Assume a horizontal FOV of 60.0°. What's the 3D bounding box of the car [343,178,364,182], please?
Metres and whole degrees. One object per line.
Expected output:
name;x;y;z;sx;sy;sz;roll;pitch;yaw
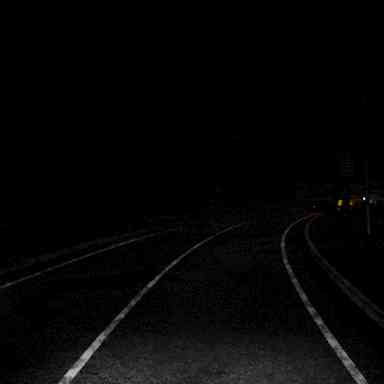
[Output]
car;39.367;-2.746;83.156;4.892;1.521;2.231;0;-5;-1

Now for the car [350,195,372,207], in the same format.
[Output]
car;20.290;1.106;41.793;5.366;1.575;1.801;-1;-3;-42

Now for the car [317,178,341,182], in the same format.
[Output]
car;33.847;-2.722;83.097;4.892;1.521;2.231;0;-5;-1

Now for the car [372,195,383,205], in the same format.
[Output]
car;24.610;1.105;45.263;4.674;1.442;1.812;-1;-3;-36

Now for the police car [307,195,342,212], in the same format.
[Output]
police car;13.651;1.187;34.815;1.930;1.638;5.238;-4;-2;39

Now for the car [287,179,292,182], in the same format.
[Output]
car;22.905;-2.774;83.005;4.553;1.767;2.185;0;-5;-1

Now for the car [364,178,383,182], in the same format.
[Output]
car;44.913;-2.704;83.314;4.674;1.452;2.002;0;-5;-2
